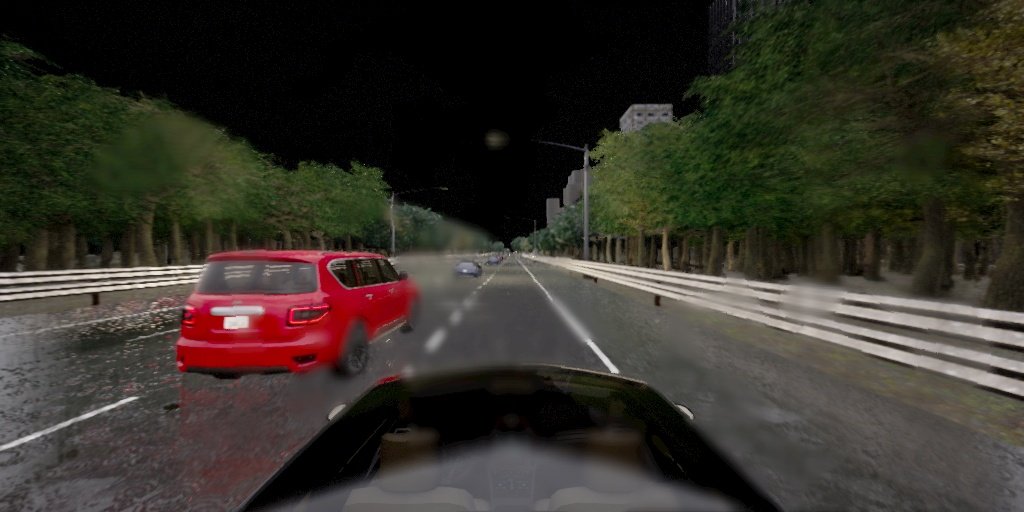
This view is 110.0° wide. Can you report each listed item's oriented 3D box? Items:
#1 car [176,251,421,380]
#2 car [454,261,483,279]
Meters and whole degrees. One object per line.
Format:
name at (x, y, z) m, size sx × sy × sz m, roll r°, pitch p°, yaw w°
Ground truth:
car at (-3.498, 0.923, 7.250) m, size 2.150 × 2.045 × 5.566 m, roll 0°, pitch 1°, yaw 0°
car at (-3.479, 1.075, 29.192) m, size 1.994 × 1.385 × 4.181 m, roll 0°, pitch 0°, yaw 0°
